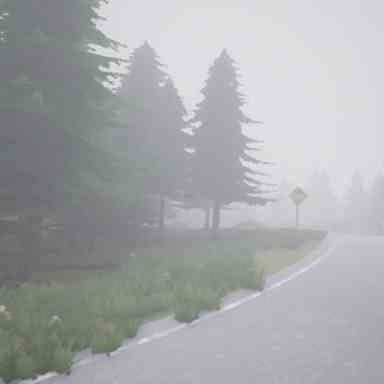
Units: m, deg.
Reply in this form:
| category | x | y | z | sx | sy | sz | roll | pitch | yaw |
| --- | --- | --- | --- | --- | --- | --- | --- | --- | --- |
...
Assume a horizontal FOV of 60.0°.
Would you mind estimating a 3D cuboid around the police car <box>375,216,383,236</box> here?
| category | x | y | z | sx | sy | sz | roll | pitch | yaw |
| --- | --- | --- | --- | --- | --- | --- | --- | --- | --- |
| police car | 14.477 | 2.315 | 22.998 | 1.930 | 1.638 | 5.238 | 3 | -4 | 6 |

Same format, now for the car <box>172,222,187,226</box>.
| category | x | y | z | sx | sy | sz | roll | pitch | yaw |
| --- | --- | --- | --- | --- | --- | --- | --- | --- | --- |
| car | -2.519 | 5.802 | 55.320 | 5.008 | 1.535 | 1.882 | -5 | -8 | 38 |

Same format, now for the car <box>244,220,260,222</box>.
| category | x | y | z | sx | sy | sz | roll | pitch | yaw |
| --- | --- | --- | --- | --- | --- | --- | --- | --- | --- |
| car | 7.330 | 3.978 | 39.122 | 2.033 | 1.411 | 5.357 | 5 | -9 | -26 |

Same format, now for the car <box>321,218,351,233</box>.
| category | x | y | z | sx | sy | sz | roll | pitch | yaw |
| --- | --- | --- | --- | --- | --- | --- | --- | --- | --- |
| car | 13.878 | 3.430 | 33.624 | 1.837 | 1.490 | 4.892 | 4 | -7 | -12 |
